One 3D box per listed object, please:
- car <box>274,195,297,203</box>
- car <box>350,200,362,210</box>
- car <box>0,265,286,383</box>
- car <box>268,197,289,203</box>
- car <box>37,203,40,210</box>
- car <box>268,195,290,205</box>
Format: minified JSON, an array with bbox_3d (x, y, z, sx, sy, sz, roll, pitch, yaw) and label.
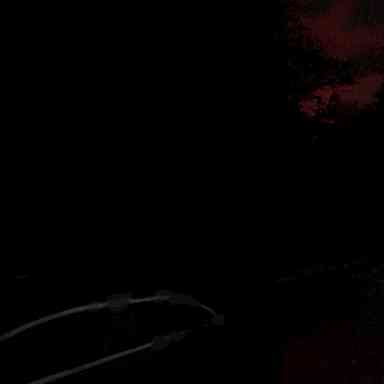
[{"bbox_3d":[24.951,1.735,88.758,2.435,2.045,5.566,0,0,-36],"label":"car"},{"bbox_3d":[20.604,1.718,43.924,2.128,1.511,4.902,4,-3,-34],"label":"car"},{"bbox_3d":[-1.319,1.492,2.744,4.902,1.511,2.128,0,0,-36],"label":"car"},{"bbox_3d":[22.649,1.992,87.152,2.231,1.521,4.892,0,0,-35],"label":"car"},{"bbox_3d":[-19.414,2.024,40.971,2.435,2.045,5.566,0,0,-36],"label":"car"},{"bbox_3d":[19.140,1.790,68.597,2.435,2.045,5.566,0,0,-36],"label":"car"}]
